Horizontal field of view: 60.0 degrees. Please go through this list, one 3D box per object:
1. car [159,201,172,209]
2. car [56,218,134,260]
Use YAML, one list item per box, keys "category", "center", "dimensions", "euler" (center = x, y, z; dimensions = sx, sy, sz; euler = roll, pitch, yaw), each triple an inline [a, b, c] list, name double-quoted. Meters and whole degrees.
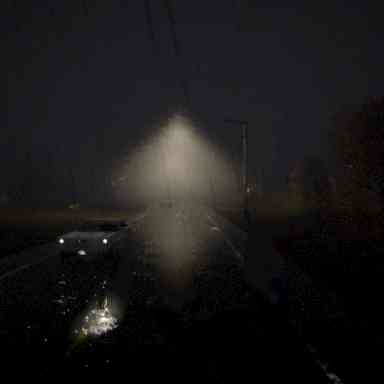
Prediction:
- category: "car"
  center: [-4.353, 2.099, 54.716]
  dimensions: [1.994, 1.385, 4.181]
  euler: [0, 0, -5]
- category: "car"
  center: [-3.604, 1.725, 13.172]
  dimensions: [1.895, 1.301, 4.718]
  euler: [0, -1, 0]
